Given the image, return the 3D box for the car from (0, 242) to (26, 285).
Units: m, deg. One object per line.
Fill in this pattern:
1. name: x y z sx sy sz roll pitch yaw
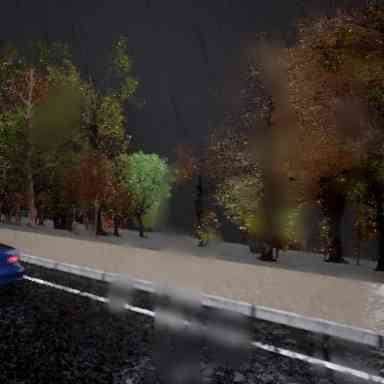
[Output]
1. car: -6.145 1.453 7.935 5.357 1.411 2.033 1 0 35
